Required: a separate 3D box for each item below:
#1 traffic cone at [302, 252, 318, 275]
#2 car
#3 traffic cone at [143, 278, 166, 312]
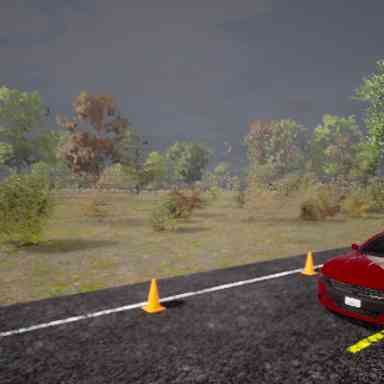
[{"bbox_3d":[3.328,1.988,9.388,0.340,0.580,0.340,0,0,-36],"label":"traffic cone"},{"bbox_3d":[4.608,1.504,6.799,5.008,1.535,1.882,0,0,-36],"label":"car"},{"bbox_3d":[-0.736,1.974,6.475,0.340,0.580,0.340,0,0,-36],"label":"traffic cone"}]
